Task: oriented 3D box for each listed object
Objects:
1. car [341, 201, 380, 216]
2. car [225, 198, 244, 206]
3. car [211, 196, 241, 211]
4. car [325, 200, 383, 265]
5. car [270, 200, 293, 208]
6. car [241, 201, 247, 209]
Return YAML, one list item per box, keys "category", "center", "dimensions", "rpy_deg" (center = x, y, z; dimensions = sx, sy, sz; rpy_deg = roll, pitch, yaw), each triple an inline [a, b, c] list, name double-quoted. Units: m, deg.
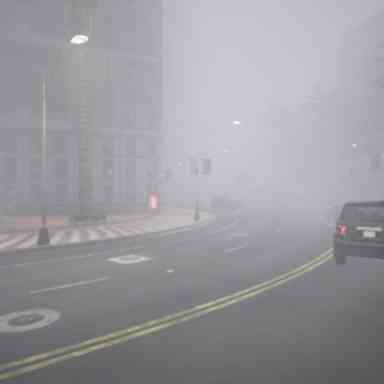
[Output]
- category: "car"
  center: [18.047, 1.751, 35.991]
  dimensions: [1.812, 1.442, 4.674]
  rpy_deg: [0, 0, -1]
- category: "car"
  center: [8.648, 1.999, 68.056]
  dimensions: [1.812, 1.442, 4.674]
  rpy_deg: [0, 0, -19]
- category: "car"
  center: [4.387, 1.568, 47.103]
  dimensions: [2.150, 2.045, 5.566]
  rpy_deg: [0, 0, -16]
- category: "car"
  center: [6.419, 1.291, 11.455]
  dimensions: [2.150, 2.045, 5.566]
  rpy_deg: [0, -1, 34]
- category: "car"
  center: [14.685, 1.941, 54.782]
  dimensions: [1.994, 1.385, 4.181]
  rpy_deg: [0, -1, -23]
- category: "car"
  center: [6.572, 1.926, 51.885]
  dimensions: [2.033, 1.411, 5.357]
  rpy_deg: [0, 0, -18]
